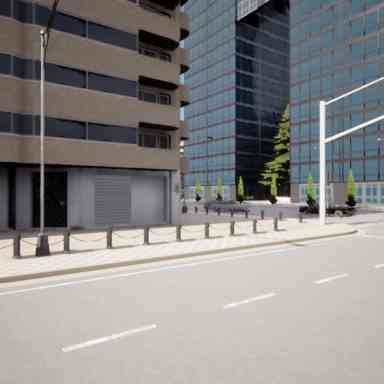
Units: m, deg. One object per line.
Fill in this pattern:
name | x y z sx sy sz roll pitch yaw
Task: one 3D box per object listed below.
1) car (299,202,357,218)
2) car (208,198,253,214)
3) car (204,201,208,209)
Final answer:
car | 12.113 1.536 29.777 1.895 1.301 4.718 0 0 -37
car | 4.109 1.537 34.803 1.895 1.301 4.718 0 0 -35
car | 3.364 1.497 41.917 1.994 1.385 4.181 0 0 -35
